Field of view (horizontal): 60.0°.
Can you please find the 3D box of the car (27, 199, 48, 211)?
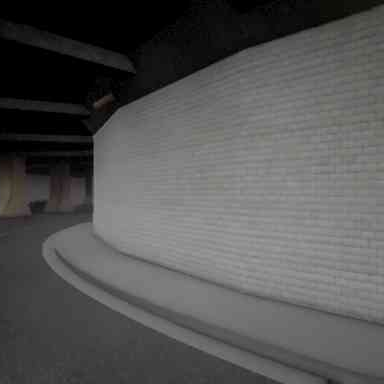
[{"bbox_3d":[-20.275,1.692,44.343,2.128,1.511,4.902,0,-1,15],"label":"car"}]
